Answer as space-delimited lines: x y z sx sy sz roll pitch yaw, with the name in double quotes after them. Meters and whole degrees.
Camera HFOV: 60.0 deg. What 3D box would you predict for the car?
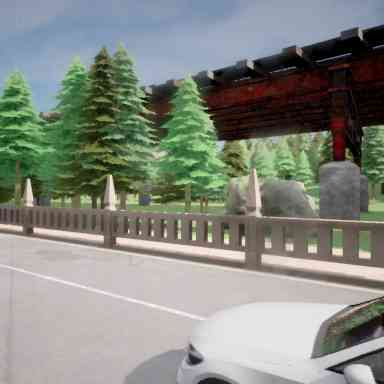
2.046 1.526 2.532 4.674 1.442 1.812 0 0 36 "car"
